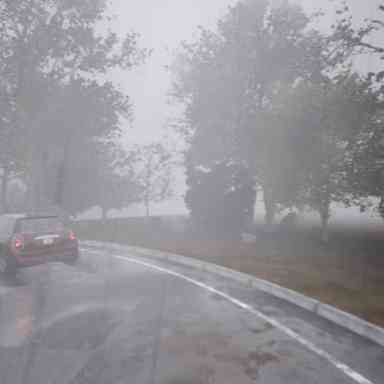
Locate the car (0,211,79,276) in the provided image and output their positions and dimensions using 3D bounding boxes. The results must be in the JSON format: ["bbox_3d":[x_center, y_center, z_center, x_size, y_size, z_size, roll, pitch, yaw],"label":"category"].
[{"bbox_3d":[-5.716,1.476,11.085,4.553,1.767,2.097,-1,0,43],"label":"car"}]
